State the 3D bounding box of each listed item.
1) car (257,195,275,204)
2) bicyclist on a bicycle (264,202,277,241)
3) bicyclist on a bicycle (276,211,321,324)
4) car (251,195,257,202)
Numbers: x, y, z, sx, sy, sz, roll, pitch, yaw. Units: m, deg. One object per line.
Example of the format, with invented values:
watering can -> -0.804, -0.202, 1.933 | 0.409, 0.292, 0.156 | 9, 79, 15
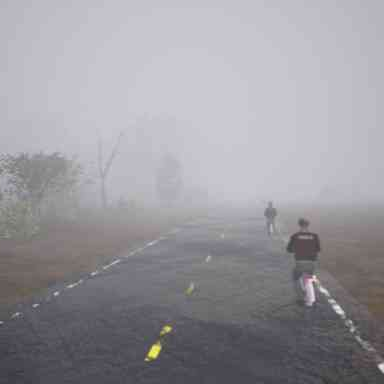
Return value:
car -> 12.986, 1.431, 58.194 | 1.994, 1.385, 4.181 | -1, -1, 16
bicyclist on a bicycle -> 3.609, 1.329, 15.253 | 0.659, 1.776, 1.843 | -1, 0, 10
bicyclist on a bicycle -> 2.058, 1.339, 6.176 | 0.659, 1.776, 1.843 | -1, 0, 9
car -> 14.015, 1.430, 72.218 | 2.033, 1.411, 5.357 | -1, 0, 18
